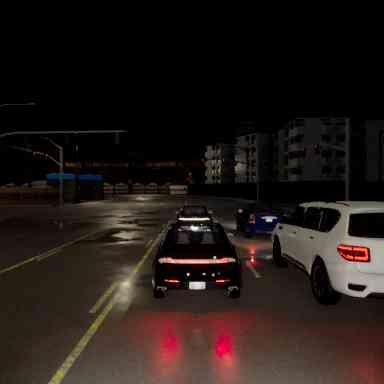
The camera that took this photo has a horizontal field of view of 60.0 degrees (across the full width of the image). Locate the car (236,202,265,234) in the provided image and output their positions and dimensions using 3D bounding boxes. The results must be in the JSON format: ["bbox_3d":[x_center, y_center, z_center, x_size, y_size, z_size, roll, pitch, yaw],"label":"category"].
[{"bbox_3d":[3.609,1.328,17.663,2.097,1.767,4.553,0,0,0],"label":"car"}]

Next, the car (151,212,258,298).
[{"bbox_3d":[0.102,1.499,8.527,2.128,1.511,4.902,0,0,0],"label":"car"}]

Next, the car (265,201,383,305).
[{"bbox_3d":[3.594,1.220,8.240,2.150,2.045,5.566,0,0,0],"label":"car"}]

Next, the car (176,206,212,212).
[{"bbox_3d":[0.111,1.473,17.940,2.128,1.511,4.902,0,0,0],"label":"car"}]
